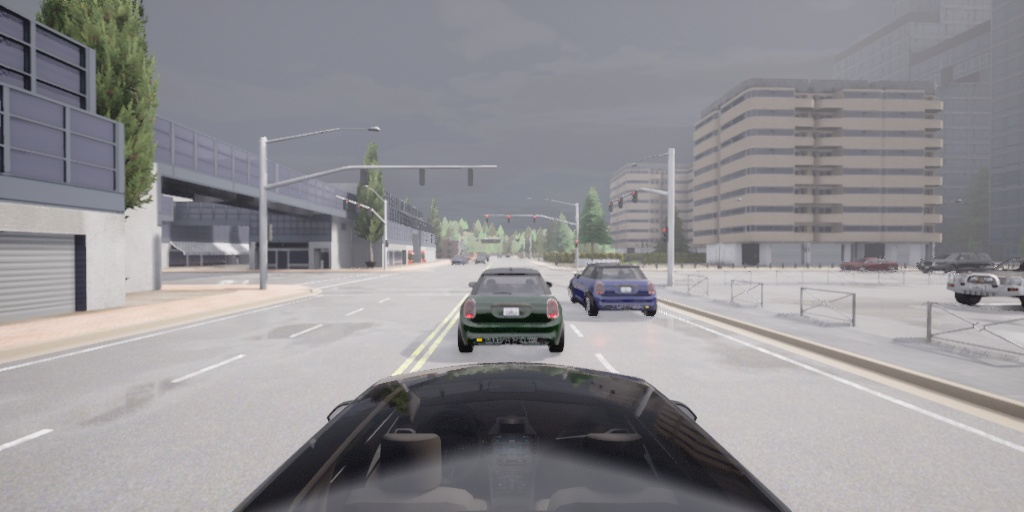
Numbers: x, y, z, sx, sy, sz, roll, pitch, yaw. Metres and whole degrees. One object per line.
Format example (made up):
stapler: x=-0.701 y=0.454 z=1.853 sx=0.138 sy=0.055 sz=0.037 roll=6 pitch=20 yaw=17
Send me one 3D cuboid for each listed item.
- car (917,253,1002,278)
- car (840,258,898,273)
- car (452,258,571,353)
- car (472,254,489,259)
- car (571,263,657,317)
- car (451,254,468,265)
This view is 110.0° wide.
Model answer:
car: x=41.995 y=0.727 z=33.981 sx=5.566 sy=2.045 sz=2.150 roll=0 pitch=0 yaw=-2
car: x=37.073 y=0.957 z=37.315 sx=5.008 sy=1.535 sz=1.882 roll=0 pitch=0 yaw=-2
car: x=-0.032 y=1.048 z=8.857 sx=2.097 sy=1.767 sz=4.553 roll=0 pitch=0 yaw=0
car: x=-5.681 y=0.783 z=64.184 sx=1.837 sy=1.490 sz=4.892 roll=0 pitch=1 yaw=-1
car: x=3.407 y=1.019 z=12.934 sx=2.097 sy=1.767 sz=4.553 roll=0 pitch=1 yaw=-1
car: x=-9.079 y=0.655 z=60.729 sx=2.097 sy=1.767 sz=4.553 roll=0 pitch=1 yaw=-2
